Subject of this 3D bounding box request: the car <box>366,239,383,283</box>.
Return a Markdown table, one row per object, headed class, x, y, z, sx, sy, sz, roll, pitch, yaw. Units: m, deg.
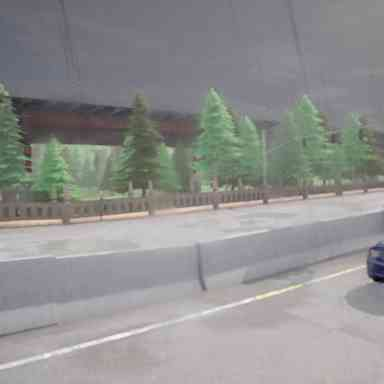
| class | x | y | z | sx | sy | sz | roll | pitch | yaw |
| --- | --- | --- | --- | --- | --- | --- | --- | --- | --- |
| car | 6.018 | 1.411 | 8.088 | 4.674 | 1.442 | 1.812 | -3 | 1 | -36 |
